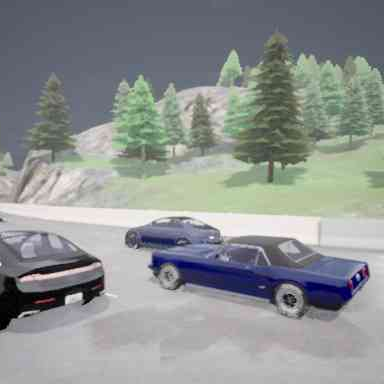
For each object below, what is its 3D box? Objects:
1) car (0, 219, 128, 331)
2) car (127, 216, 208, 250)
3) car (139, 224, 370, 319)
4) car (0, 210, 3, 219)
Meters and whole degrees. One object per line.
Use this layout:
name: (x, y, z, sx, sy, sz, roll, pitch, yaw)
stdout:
car: (-3.860, 1.568, 7.019, 4.902, 1.511, 2.128, -1, 0, 38)
car: (-0.831, 1.667, 13.551, 4.181, 1.385, 1.994, -1, 0, 38)
car: (1.216, 1.646, 7.498, 4.718, 1.301, 1.895, -1, 0, 37)
car: (-12.967, 1.773, 19.276, 5.357, 1.411, 2.033, -1, -1, 43)
